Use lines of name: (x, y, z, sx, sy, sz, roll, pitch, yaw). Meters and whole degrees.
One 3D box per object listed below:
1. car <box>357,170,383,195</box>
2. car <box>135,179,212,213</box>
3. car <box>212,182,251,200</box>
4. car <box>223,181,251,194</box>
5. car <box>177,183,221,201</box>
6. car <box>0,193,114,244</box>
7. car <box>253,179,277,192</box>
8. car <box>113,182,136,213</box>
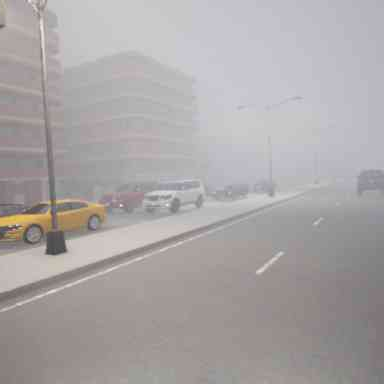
car: (15.754, -0.904, 29.050, 2.150, 2.045, 5.566, -1, 3, 30)
car: (-1.077, 0.206, 22.901, 2.150, 2.045, 5.566, -1, 3, 30)
car: (3.729, -0.040, 31.340, 1.895, 1.301, 4.718, -1, 3, 30)
car: (5.745, -0.627, 41.893, 1.895, 1.301, 4.718, -1, 3, 30)
car: (0.829, -0.042, 33.315, 2.033, 1.411, 5.357, -1, 3, 30)
car: (-5.953, 1.099, 14.317, 1.882, 1.535, 5.008, -1, 3, 29)
car: (8.870, -0.818, 40.312, 2.128, 1.511, 4.902, -1, 3, 30)
car: (-4.248, 0.292, 24.412, 2.150, 2.045, 5.566, -1, 3, 29)
